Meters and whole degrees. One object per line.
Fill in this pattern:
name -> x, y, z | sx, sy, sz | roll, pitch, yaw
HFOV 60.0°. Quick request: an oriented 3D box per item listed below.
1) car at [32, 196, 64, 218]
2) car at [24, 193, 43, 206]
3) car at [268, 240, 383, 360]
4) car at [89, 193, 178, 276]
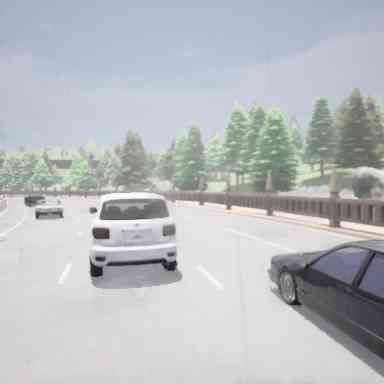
car -> -10.995, 1.222, 25.660 | 1.895, 1.301, 4.718 | -1, 1, -24
car -> -19.420, 0.901, 41.041 | 1.882, 1.535, 5.008 | -2, 1, -34
car -> 2.923, 1.401, 4.643 | 2.033, 1.411, 5.357 | -1, 1, -11
car -> -1.883, 1.033, 10.085 | 2.150, 2.045, 5.566 | -1, 1, -14
